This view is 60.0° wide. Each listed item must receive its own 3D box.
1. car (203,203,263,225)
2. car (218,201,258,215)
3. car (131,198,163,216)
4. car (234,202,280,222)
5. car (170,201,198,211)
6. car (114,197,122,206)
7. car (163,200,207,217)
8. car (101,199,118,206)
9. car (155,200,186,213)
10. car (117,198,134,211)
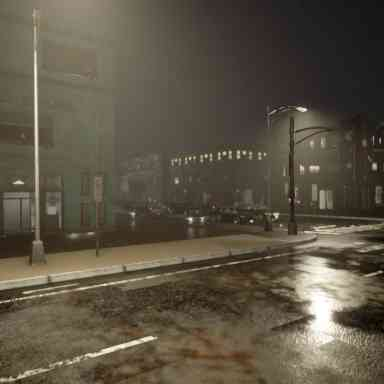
[{"bbox_3d":[3.139,1.813,26.330,1.947,1.339,4.313,-2,0,-35],"label":"car"},{"bbox_3d":[5.224,1.808,38.058,2.008,1.369,4.403,-2,0,-35],"label":"car"},{"bbox_3d":[-4.814,1.845,37.704,1.967,1.590,4.097,-1,0,-35],"label":"car"},{"bbox_3d":[5.199,1.715,28.111,2.128,1.511,4.902,-1,0,-37],"label":"car"},{"bbox_3d":[-1.196,1.965,47.075,1.802,1.307,4.206,-2,0,-35],"label":"car"},{"bbox_3d":[-14.046,1.939,65.110,2.192,1.841,5.009,-1,0,-35],"label":"car"},{"bbox_3d":[-0.818,1.846,36.577,1.837,1.490,4.892,-1,0,-36],"label":"car"},{"bbox_3d":[-17.251,2.226,69.619,1.887,1.381,4.507,-1,0,-35],"label":"car"},{"bbox_3d":[-3.020,1.908,45.185,1.837,1.490,4.892,-1,0,-35],"label":"car"},{"bbox_3d":[-8.468,2.016,47.361,1.812,1.442,4.674,-1,0,-36],"label":"car"}]
